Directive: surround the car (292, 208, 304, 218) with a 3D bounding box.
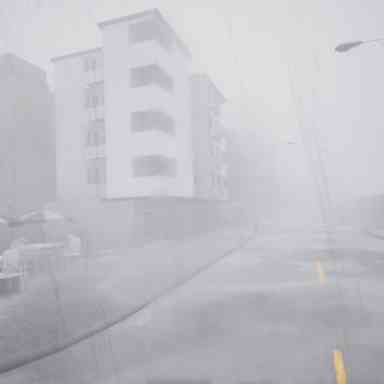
[{"bbox_3d":[20.890,4.391,66.056,1.994,1.385,4.181,-3,-3,19],"label":"car"}]
